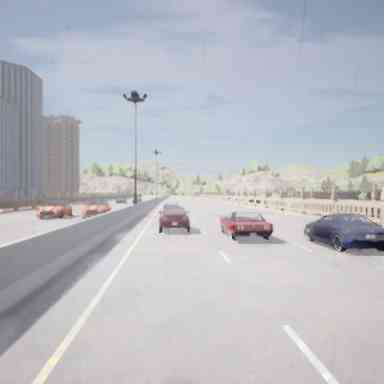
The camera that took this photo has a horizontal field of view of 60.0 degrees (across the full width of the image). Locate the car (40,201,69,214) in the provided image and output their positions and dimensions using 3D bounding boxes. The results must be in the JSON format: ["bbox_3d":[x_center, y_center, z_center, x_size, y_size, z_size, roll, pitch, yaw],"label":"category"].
[{"bbox_3d":[-16.660,1.823,40.579,1.895,1.301,4.718,0,0,-4],"label":"car"}]

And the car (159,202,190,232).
[{"bbox_3d":[-1.093,1.606,20.733,1.812,1.442,4.674,0,0,-4],"label":"car"}]

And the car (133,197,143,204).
[{"bbox_3d":[-11.701,1.858,72.303,1.994,1.385,4.181,0,0,-4],"label":"car"}]

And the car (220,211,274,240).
[{"bbox_3d":[2.638,1.652,17.241,1.895,1.301,4.718,0,0,-4],"label":"car"}]

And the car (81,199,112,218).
[{"bbox_3d":[-9.066,1.509,31.923,2.097,1.767,4.553,0,0,-4],"label":"car"}]

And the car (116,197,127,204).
[{"bbox_3d":[-15.193,1.860,72.067,2.033,1.411,5.357,0,0,-4],"label":"car"}]

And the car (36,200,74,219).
[{"bbox_3d":[-12.480,1.519,30.515,2.097,1.767,4.553,0,0,-4],"label":"car"}]

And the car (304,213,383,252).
[{"bbox_3d":[6.335,1.587,14.006,1.994,1.385,4.181,0,0,-3],"label":"car"}]
